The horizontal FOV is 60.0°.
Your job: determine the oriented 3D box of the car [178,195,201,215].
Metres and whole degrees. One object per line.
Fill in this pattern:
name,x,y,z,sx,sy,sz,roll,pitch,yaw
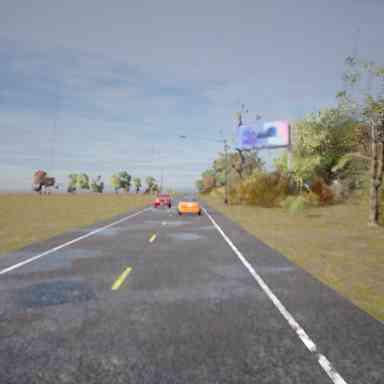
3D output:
car,-0.212,1.259,32.316,2.097,1.767,4.553,0,0,0

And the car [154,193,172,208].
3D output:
car,-3.868,1.113,44.944,2.150,2.045,5.566,0,0,0

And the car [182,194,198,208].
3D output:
car,-0.310,1.217,46.681,2.097,1.767,4.553,0,0,0
